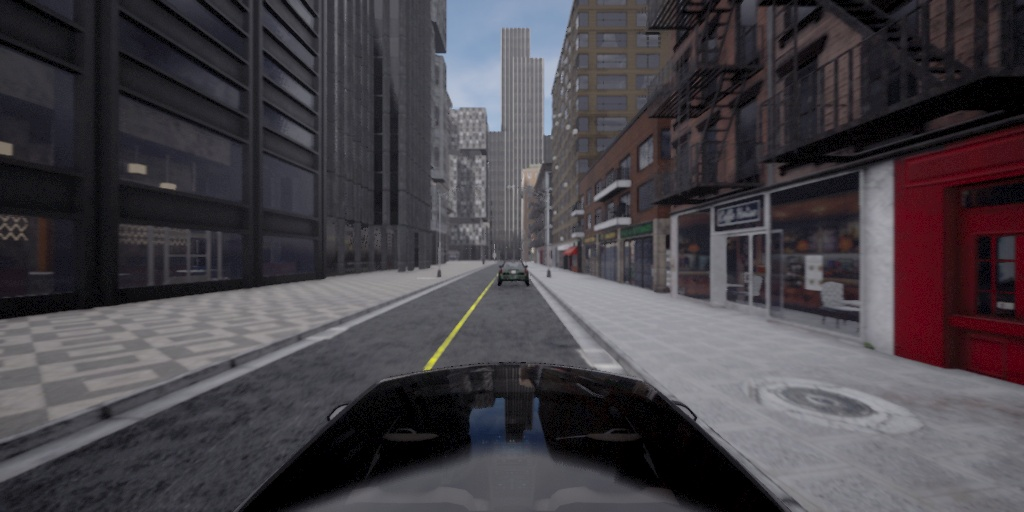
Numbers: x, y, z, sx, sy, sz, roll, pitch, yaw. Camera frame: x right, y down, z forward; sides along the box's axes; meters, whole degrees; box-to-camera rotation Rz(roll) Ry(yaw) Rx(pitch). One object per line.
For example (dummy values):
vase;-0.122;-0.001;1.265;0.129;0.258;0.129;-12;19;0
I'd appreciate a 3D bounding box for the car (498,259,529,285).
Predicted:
car;0.100;1.063;25.828;2.097;1.767;4.553;0;0;0
